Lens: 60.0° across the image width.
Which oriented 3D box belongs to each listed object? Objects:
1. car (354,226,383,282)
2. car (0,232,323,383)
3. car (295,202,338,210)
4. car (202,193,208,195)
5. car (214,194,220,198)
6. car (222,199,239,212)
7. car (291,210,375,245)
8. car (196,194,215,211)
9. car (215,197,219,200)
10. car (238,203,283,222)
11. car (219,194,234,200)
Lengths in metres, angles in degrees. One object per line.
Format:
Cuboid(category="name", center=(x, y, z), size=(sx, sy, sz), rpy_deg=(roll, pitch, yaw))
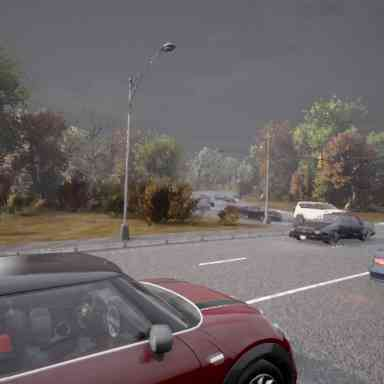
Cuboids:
Cuboid(category="car", center=(6.612, 1.665, 8.480), size=(5.357, 1.411, 2.033), rpy_deg=(2, -1, -36))
Cuboid(category="car", center=(-1.145, 1.354, 2.929), size=(4.553, 1.767, 2.097), rpy_deg=(0, 0, -36))
Cuboid(category="car", center=(11.875, 1.975, 30.582), size=(2.150, 2.045, 5.566), rpy_deg=(3, -2, -25))
Cuboid(category="car", center=(3.011, 1.058, 78.414), size=(2.128, 1.511, 4.902), rpy_deg=(2, 2, -1))
Cuboid(category="car", center=(6.466, 1.180, 79.493), size=(1.994, 1.385, 4.181), rpy_deg=(2, 2, -1))
Cuboid(category="car", center=(6.117, 2.132, 44.218), size=(1.882, 1.535, 5.008), rpy_deg=(3, 0, -19))
Cuboid(category="car", center=(7.369, 1.819, 17.052), size=(5.357, 1.411, 2.033), rpy_deg=(2, -1, -35))
Cuboid(category="car", center=(1.159, 1.737, 48.300), size=(2.097, 1.767, 4.553), rpy_deg=(3, 1, -16))
Cuboid(category="car", center=(2.497, 1.871, 56.776), size=(1.895, 1.301, 4.718), rpy_deg=(2, 2, -12))
Cuboid(category="car", center=(6.919, 2.114, 32.895), size=(1.837, 1.490, 4.892), rpy_deg=(3, -1, -25))
Cuboid(category="car", center=(7.540, 1.572, 69.288), size=(1.837, 1.490, 4.892), rpy_deg=(2, 3, -7))
